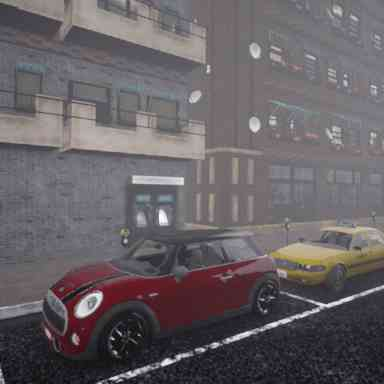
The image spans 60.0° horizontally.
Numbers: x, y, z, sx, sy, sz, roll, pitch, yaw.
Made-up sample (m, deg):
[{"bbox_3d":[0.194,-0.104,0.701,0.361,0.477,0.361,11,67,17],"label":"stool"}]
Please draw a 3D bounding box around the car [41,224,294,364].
[{"bbox_3d":[-0.388,1.440,5.808,4.097,1.590,1.967,0,1,-35],"label":"car"}]

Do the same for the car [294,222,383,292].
[{"bbox_3d":[3.990,1.525,8.933,4.829,1.417,1.752,0,1,-35],"label":"car"}]
